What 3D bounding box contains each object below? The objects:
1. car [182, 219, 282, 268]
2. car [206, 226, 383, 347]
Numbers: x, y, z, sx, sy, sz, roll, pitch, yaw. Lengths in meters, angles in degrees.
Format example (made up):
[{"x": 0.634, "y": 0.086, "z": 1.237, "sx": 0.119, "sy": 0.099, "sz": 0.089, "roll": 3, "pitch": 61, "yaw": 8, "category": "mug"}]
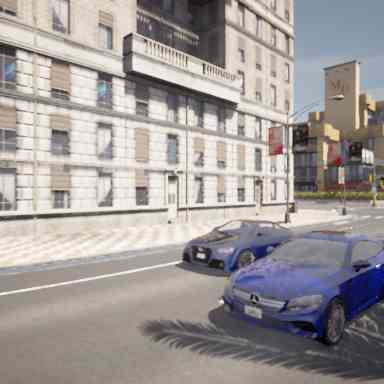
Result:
[{"x": 1.701, "y": 1.562, "z": 10.477, "sx": 4.181, "sy": 1.385, "sz": 1.994, "roll": 0, "pitch": 0, "yaw": -43, "category": "car"}, {"x": 2.613, "y": 1.524, "z": 6.535, "sx": 4.674, "sy": 1.442, "sz": 1.812, "roll": 0, "pitch": 0, "yaw": -43, "category": "car"}]
